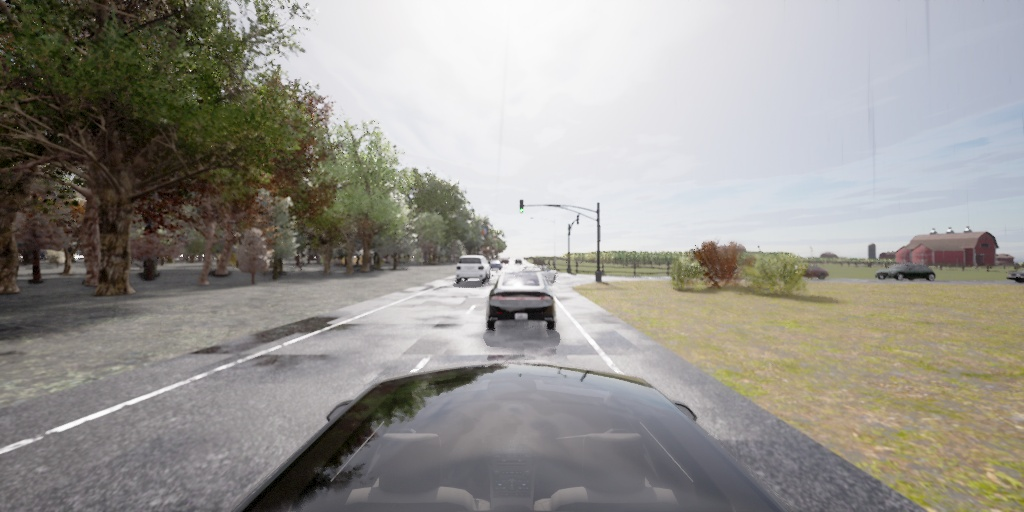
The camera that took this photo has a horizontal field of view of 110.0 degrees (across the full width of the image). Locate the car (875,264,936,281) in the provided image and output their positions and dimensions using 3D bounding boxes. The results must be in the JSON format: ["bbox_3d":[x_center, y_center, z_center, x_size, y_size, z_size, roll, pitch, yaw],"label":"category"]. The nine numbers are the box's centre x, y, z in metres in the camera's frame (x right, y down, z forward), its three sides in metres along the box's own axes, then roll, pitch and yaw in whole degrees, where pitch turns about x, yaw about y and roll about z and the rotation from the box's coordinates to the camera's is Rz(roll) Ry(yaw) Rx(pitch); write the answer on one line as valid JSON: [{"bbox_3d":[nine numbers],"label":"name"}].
[{"bbox_3d":[40.236,1.620,36.791,4.553,1.767,2.097,1,-1,1],"label":"car"}]

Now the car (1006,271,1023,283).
[{"bbox_3d":[49.175,1.850,32.978,5.357,1.411,2.033,1,-1,2],"label":"car"}]

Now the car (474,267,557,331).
[{"bbox_3d":[0.266,1.250,11.073,2.128,1.511,4.902,0,0,1],"label":"car"}]

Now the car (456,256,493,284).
[{"bbox_3d":[-2.921,1.000,27.730,2.150,2.045,5.566,0,0,1],"label":"car"}]

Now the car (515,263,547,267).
[{"bbox_3d":[1.939,1.376,26.411,1.895,1.301,4.718,0,0,21],"label":"car"}]

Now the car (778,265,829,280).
[{"bbox_3d":[30.000,1.681,37.037,4.674,1.442,1.812,1,-1,1],"label":"car"}]

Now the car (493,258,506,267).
[{"bbox_3d":[-2.436,1.344,53.490,2.033,1.411,5.357,0,0,1],"label":"car"}]

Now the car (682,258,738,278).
[{"bbox_3d":[20.319,1.272,37.269,5.566,2.045,2.150,1,-1,1],"label":"car"}]
